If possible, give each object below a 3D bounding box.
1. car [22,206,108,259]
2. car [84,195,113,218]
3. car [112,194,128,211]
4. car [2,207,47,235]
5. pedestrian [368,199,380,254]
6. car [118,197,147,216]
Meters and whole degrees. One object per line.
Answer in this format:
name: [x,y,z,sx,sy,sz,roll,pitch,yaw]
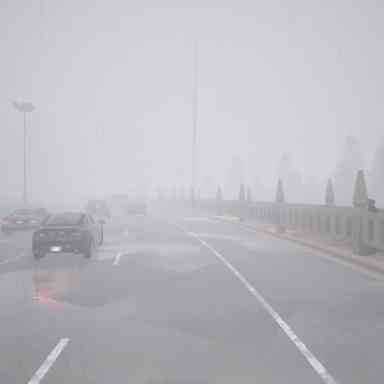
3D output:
car: [-4.550,1.513,12.735,1.837,1.490,4.892,0,0,-8]
car: [-8.837,1.396,30.832,2.097,1.767,4.553,0,0,-18]
car: [-9.535,1.284,42.437,2.150,2.045,5.566,0,0,-25]
car: [-9.163,1.570,19.105,2.033,1.411,5.357,0,0,-12]
pedestrian: [6.037,1.138,11.196,0.375,1.860,0.375,-1,1,-7]
car: [-5.743,1.514,32.709,1.882,1.535,5.008,0,0,-18]
